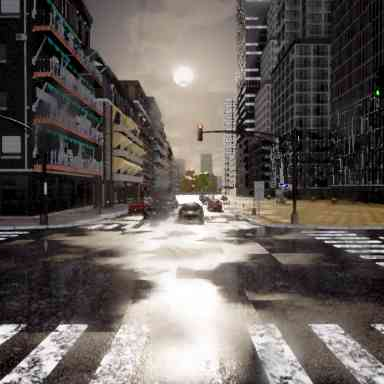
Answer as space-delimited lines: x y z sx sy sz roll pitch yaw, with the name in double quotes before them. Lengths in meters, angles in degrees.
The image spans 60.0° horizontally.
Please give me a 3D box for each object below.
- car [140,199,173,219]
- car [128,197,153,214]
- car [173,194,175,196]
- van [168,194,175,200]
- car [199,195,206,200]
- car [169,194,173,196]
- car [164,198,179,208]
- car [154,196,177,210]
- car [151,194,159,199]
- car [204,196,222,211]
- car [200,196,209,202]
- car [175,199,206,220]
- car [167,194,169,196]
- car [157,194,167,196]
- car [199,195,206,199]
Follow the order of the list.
"car" -3.041 1.560 29.105 1.994 1.385 4.181 0 0 0
"car" -5.630 1.540 35.332 1.887 1.381 4.507 -1 0 0
"car" -5.531 1.322 86.173 2.192 1.841 5.009 -1 0 0
"van" -5.518 1.350 91.820 1.690 1.788 3.998 -1 0 0
"car" 2.832 1.535 92.033 1.752 1.417 4.829 -1 0 0
"car" -5.561 1.584 69.226 1.802 1.307 4.206 -1 0 0
"car" -2.992 1.598 49.178 1.895 1.301 4.718 0 0 0
"car" -3.017 1.501 39.015 1.837 1.490 4.892 0 0 0
"car" -5.621 1.436 40.981 1.967 1.590 4.097 -1 0 0
"car" 2.728 1.540 41.021 1.887 1.381 4.507 -1 0 0
"car" 2.797 1.548 74.915 1.887 1.381 4.507 -1 0 0
"car" -0.043 1.560 27.753 1.994 1.385 4.181 0 0 2
"car" -5.586 1.439 57.927 1.967 1.590 4.097 -1 0 0
"car" -5.599 1.312 52.279 2.192 1.841 5.009 -1 0 0
"car" 2.774 1.551 63.617 2.008 1.369 4.403 -1 0 0
